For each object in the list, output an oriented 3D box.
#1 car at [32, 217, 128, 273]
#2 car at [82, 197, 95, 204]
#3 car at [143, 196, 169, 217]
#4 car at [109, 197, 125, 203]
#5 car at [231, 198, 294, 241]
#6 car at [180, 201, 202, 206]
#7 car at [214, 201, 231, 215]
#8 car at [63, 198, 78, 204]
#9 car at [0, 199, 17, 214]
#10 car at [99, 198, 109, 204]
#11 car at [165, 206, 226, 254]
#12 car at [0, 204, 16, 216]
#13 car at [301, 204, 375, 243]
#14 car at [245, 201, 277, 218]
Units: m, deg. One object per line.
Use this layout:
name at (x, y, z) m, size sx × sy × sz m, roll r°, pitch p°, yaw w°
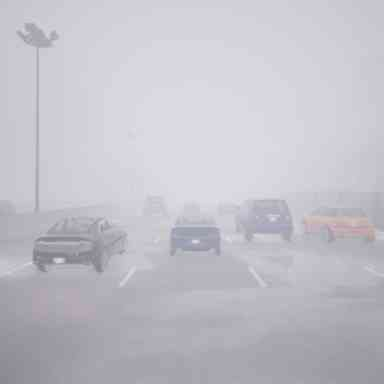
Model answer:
car at (-3.381, 1.547, 10.901) m, size 2.128 × 1.511 × 4.902 m, roll 0°, pitch 0°, yaw 0°
car at (-21.971, 1.790, 70.679) m, size 1.837 × 1.490 × 4.892 m, roll 0°, pitch 0°, yaw -1°
car at (-3.568, 1.400, 33.277) m, size 2.150 × 2.045 × 5.566 m, roll 0°, pitch 0°, yaw -1°
car at (-14.910, 1.865, 67.913) m, size 2.128 × 1.511 × 4.902 m, roll 0°, pitch 0°, yaw -1°
car at (3.626, 1.324, 17.546) m, size 2.150 × 2.045 × 5.566 m, roll 0°, pitch 0°, yaw 0°
car at (-0.091, 1.694, 34.222) m, size 1.837 × 1.490 × 4.892 m, roll 0°, pitch 0°, yaw -1°
car at (3.412, 1.685, 34.099) m, size 2.128 × 1.511 × 4.902 m, roll 0°, pitch 0°, yaw -1°
car at (-25.454, 1.863, 69.846) m, size 1.994 × 1.385 × 4.181 m, roll 0°, pitch 0°, yaw -1°
car at (-17.693, 1.489, 29.689) m, size 2.097 × 1.767 × 4.553 m, roll 0°, pitch 0°, yaw -1°
car at (-18.489, 1.870, 71.557) m, size 1.895 × 1.301 × 4.718 m, roll 0°, pitch 0°, yaw -1°
car at (0.126, 1.555, 13.814) m, size 1.882 × 1.535 × 5.008 m, roll 0°, pitch 0°, yaw 0°
car at (-14.085, 1.703, 22.165) m, size 1.895 × 1.301 × 4.718 m, roll 0°, pitch 0°, yaw 0°
car at (7.125, 1.456, 16.773) m, size 2.097 × 1.767 × 4.553 m, roll 0°, pitch 0°, yaw 0°
car at (6.917, 1.689, 33.888) m, size 2.128 × 1.511 × 4.902 m, roll 0°, pitch 0°, yaw -1°
